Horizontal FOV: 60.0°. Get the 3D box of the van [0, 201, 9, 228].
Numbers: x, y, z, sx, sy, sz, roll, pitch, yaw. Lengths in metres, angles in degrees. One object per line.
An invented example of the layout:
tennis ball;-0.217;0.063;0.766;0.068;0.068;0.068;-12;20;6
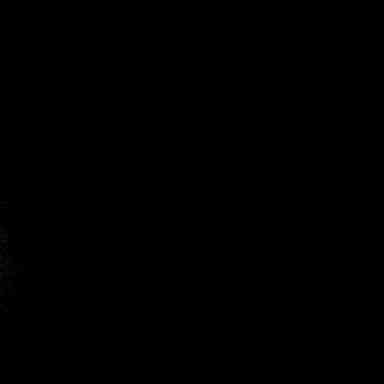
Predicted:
van;-11.972;1.493;23.075;1.690;1.788;3.998;0;1;36
